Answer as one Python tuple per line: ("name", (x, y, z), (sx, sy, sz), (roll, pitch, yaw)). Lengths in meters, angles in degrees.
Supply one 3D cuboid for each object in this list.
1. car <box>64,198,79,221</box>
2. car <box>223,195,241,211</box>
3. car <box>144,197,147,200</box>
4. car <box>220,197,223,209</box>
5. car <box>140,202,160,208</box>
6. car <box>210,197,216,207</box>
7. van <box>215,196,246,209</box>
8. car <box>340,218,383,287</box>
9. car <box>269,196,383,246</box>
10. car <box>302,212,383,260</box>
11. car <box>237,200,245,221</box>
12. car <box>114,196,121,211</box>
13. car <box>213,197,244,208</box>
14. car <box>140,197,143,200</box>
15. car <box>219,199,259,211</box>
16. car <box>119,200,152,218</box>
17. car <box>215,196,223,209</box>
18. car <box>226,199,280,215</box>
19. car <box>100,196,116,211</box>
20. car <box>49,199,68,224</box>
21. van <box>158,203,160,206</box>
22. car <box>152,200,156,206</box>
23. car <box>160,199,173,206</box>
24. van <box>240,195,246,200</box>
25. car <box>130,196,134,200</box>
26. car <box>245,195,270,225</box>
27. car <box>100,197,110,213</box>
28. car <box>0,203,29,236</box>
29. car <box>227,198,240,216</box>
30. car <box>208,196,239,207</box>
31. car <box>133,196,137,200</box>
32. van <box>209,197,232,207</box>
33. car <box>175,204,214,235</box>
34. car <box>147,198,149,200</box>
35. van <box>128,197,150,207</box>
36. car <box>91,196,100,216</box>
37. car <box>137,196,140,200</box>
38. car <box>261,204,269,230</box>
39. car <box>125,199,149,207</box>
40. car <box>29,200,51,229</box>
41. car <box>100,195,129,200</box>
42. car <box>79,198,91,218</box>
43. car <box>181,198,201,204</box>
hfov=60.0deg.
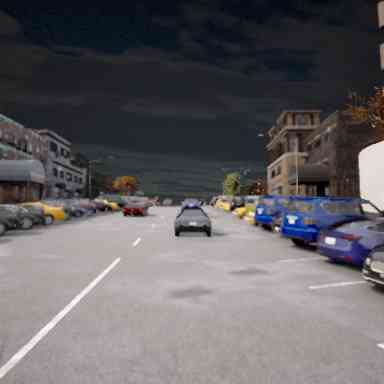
("car", (-11.503, 1.390, 26.055), (4.553, 1.767, 2.185), (-1, 0, -20))
("car", (6.268, 1.304, 31.782), (5.566, 2.045, 2.435), (1, -1, -20))
("car", (-11.639, 2.158, 64.183), (4.674, 1.452, 2.002), (0, -2, -20))
("car", (6.381, 1.603, 37.816), (5.366, 1.575, 1.946), (1, -1, -20))
("car", (-11.461, 3.511, 90.488), (4.892, 1.521, 2.231), (1, -4, -19))
("car", (5.998, 1.768, 49.652), (5.366, 1.575, 1.946), (1, -1, -20))
("van", (6.062, 1.603, 52.672), (4.442, 1.987, 1.878), (1, -1, -20))
("car", (6.308, 1.510, 7.746), (4.892, 1.521, 2.231), (1, 0, -19))
("car", (6.370, 1.265, 13.782), (5.566, 2.045, 2.435), (1, 0, -20))
("car", (6.350, 1.542, 10.767), (4.792, 1.488, 2.163), (1, 0, -20))
("car", (6.134, 1.521, 22.718), (5.366, 1.575, 1.946), (1, 0, -20))
("car", (-11.793, 1.626, 40.654), (5.366, 1.575, 1.946), (-1, 0, -20))
("car", (6.137, 1.771, 55.701), (4.553, 1.767, 2.185), (1, -2, -20))
("car", (-11.652, 1.960, 58.316), (5.008, 1.535, 2.097), (0, -2, -20))
("car", (6.157, 1.706, 43.721), (4.792, 1.488, 2.163), (1, -1, -20))
("car", (-5.248, 1.664, 31.390), (1.895, 1.301, 4.718), (0, 0, 0))
("car", (6.022, 1.629, 40.680), (5.366, 1.575, 1.946), (1, -1, -20))
("car", (6.398, 1.576, 34.824), (5.366, 1.575, 1.946), (1, -1, -20))
("car", (-11.612, 1.595, 37.782), (5.008, 1.535, 2.097), (-1, -1, -20))
("car", (-11.501, 1.509, 23.113), (5.008, 1.535, 2.097), (-1, 0, -20))
("van", (-11.610, 3.052, 87.553), (4.442, 1.987, 1.878), (1, -4, -20))
("car", (-11.595, 2.547, 75.900), (5.008, 1.535, 2.097), (0, -3, -20))
("car", (-5.190, 2.214, 71.830), (2.097, 1.767, 4.553), (0, -2, 0))
("van", (6.394, 1.308, 25.824), (4.442, 1.987, 1.878), (1, 0, -20))
("car", (-11.637, 1.769, 49.518), (4.892, 1.521, 2.231), (0, -1, -20))
("car", (6.360, 1.272, 19.801), (5.566, 2.045, 2.435), (1, 0, -20))
("car", (-11.584, 1.565, 34.851), (5.008, 1.535, 2.097), (-1, 0, -20))
("car", (-11.446, 1.501, 17.243), (4.892, 1.521, 2.231), (-1, 0, -21))
("car", (6.086, 1.535, 28.711), (5.366, 1.575, 1.946), (1, 0, -20))
("car", (6.161, 1.877, 64.671), (5.566, 2.045, 2.435), (1, -2, -20))
("car", (-11.617, 1.699, 52.459), (4.553, 1.767, 2.185), (0, -1, -20))
("van", (6.090, 2.089, 70.631), (4.442, 1.987, 1.878), (1, -2, -20))
("car", (0.037, 1.590, 19.074), (1.994, 1.385, 4.181), (0, 0, 0))
("car", (-11.631, 2.246, 67.121), (4.674, 1.452, 2.002), (0, -2, -20))
("van", (-11.716, 2.189, 72.942), (4.442, 1.987, 1.878), (0, -2, -20))
("car", (-11.545, 1.418, 31.921), (4.553, 1.767, 2.185), (-1, 0, -20))
("car", (-11.620, 1.920, 55.399), (4.792, 1.488, 2.163), (0, -2, -20))
("car", (6.341, 1.521, 16.786), (4.892, 1.521, 2.231), (1, 0, -20))
("car", (-11.589, 2.331, 70.054), (4.792, 1.488, 2.163), (0, -2, -20))
("car", (-11.472, 1.505, 20.176), (4.892, 1.521, 2.231), (-1, 0, -20))
("car", (-11.659, 1.419, 43.639), (5.566, 2.045, 2.435), (-1, -1, -20))
("car", (-11.558, 1.567, 28.987), (4.674, 1.452, 2.002), (-1, 0, -20))
("car", (-0.078, 1.447, 36.202), (2.097, 1.767, 4.553), (0, -1, 0))
